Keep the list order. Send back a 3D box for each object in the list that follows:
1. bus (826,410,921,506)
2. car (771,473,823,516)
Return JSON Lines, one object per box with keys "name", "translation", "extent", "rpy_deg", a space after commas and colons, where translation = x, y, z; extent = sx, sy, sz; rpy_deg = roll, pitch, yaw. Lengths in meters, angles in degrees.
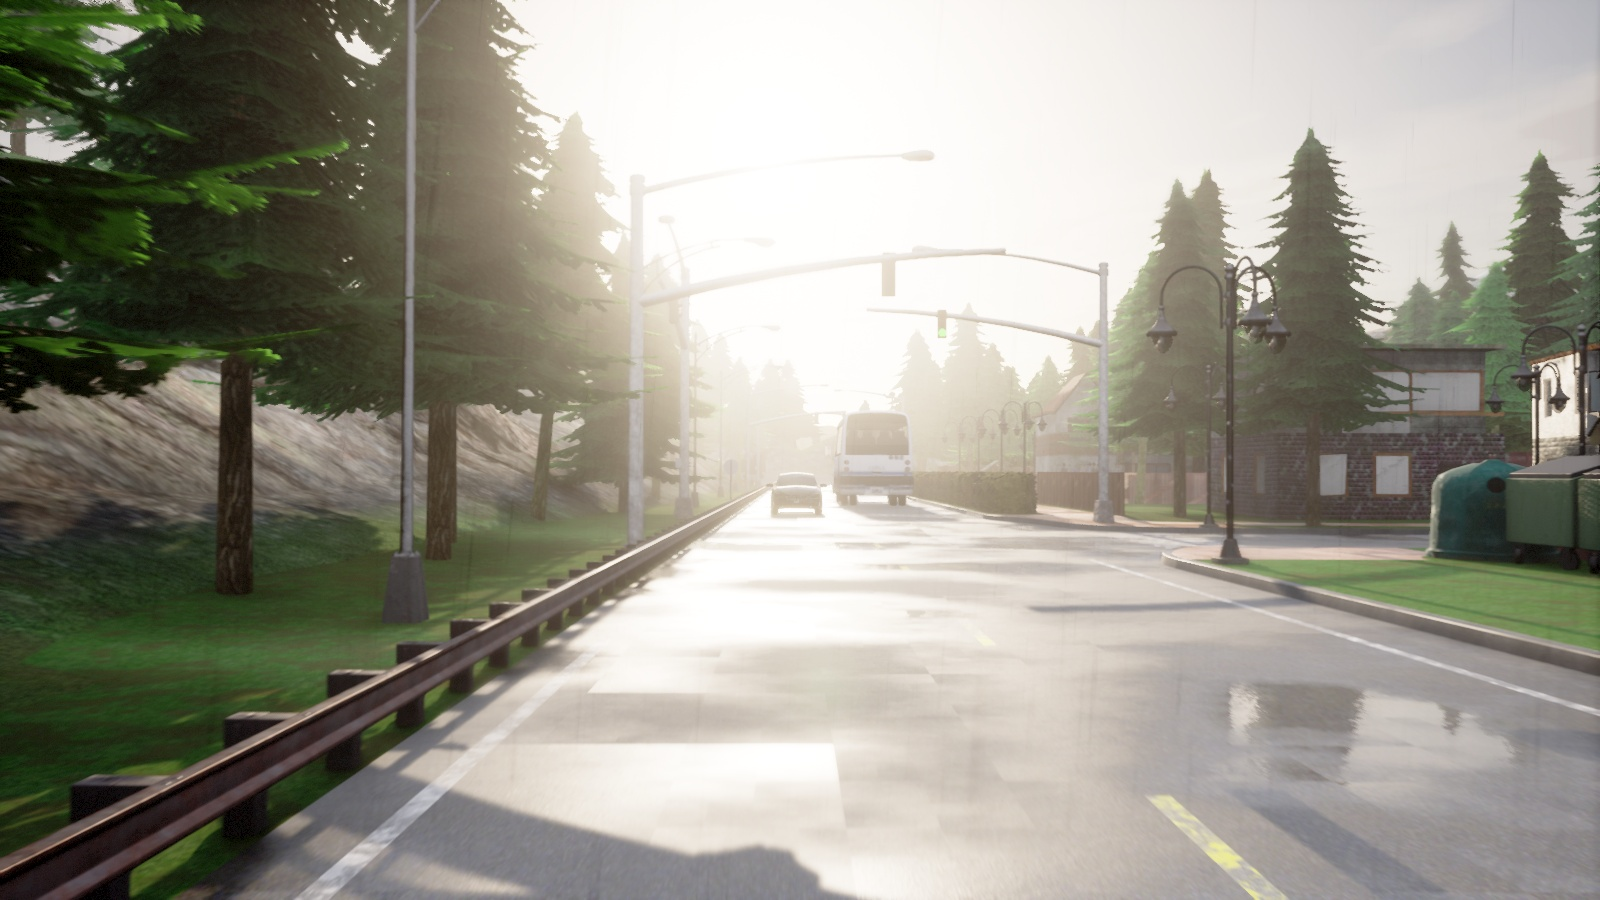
{"name": "bus", "translation": [3.349, 0.436, 60.419], "extent": [3.944, 4.253, 10.273], "rpy_deg": [0, -1, 0]}
{"name": "car", "translation": [-0.112, 1.592, 46.149], "extent": [1.837, 1.490, 4.892], "rpy_deg": [0, -1, 0]}
